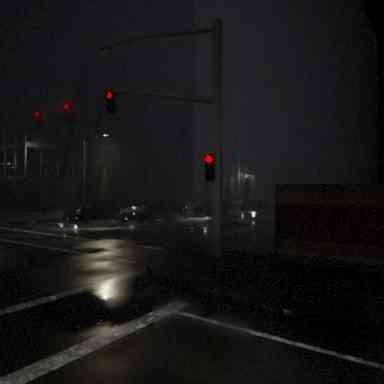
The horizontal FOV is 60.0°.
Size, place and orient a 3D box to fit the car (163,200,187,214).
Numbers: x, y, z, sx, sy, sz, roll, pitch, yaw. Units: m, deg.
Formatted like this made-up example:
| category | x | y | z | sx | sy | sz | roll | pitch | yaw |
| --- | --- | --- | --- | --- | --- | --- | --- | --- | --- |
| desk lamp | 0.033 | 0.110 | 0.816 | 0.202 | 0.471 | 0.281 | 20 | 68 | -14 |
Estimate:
| category | x | y | z | sx | sy | sz | roll | pitch | yaw |
| --- | --- | --- | --- | --- | --- | --- | --- | --- | --- |
| car | -2.425 | 1.556 | 33.475 | 1.837 | 1.490 | 4.892 | 0 | 0 | 36 |

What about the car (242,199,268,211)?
| category | x | y | z | sx | sy | sz | roll | pitch | yaw |
| --- | --- | --- | --- | --- | --- | --- | --- | --- | --- |
| car | 8.015 | 1.578 | 42.007 | 1.812 | 1.442 | 4.674 | 0 | 0 | 36 |

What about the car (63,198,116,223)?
| category | x | y | z | sx | sy | sz | roll | pitch | yaw |
| --- | --- | --- | --- | --- | --- | --- | --- | --- | --- |
| car | -7.748 | 1.403 | 26.047 | 2.097 | 1.767 | 4.553 | 0 | 0 | 36 |

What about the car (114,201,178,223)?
| category | x | y | z | sx | sy | sz | roll | pitch | yaw |
| --- | --- | --- | --- | --- | --- | --- | --- | --- | --- |
| car | -3.483 | 1.653 | 25.994 | 1.895 | 1.301 | 4.718 | 0 | 0 | 36 |

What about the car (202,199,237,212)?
| category | x | y | z | sx | sy | sz | roll | pitch | yaw |
| --- | --- | --- | --- | --- | --- | --- | --- | --- | --- |
| car | 3.537 | 1.599 | 41.789 | 2.033 | 1.411 | 5.357 | 0 | 0 | 35 |

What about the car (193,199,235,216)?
| category | x | y | z | sx | sy | sz | roll | pitch | yaw |
| --- | --- | --- | --- | --- | --- | --- | --- | --- | --- |
| car | 2.039 | 1.530 | 33.693 | 1.882 | 1.535 | 5.008 | 0 | 0 | 35 |
